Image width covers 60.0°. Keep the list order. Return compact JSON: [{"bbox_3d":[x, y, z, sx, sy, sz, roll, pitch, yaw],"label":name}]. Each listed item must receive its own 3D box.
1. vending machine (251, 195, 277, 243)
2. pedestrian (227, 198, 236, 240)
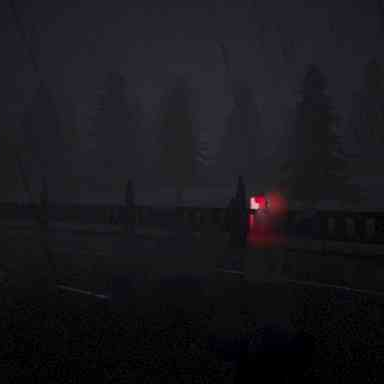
[{"bbox_3d":[3.308,1.196,15.253,0.880,2.100,1.100,0,0,32],"label":"vending machine"},{"bbox_3d":[1.794,1.142,14.468,0.375,1.860,0.375,0,0,31],"label":"pedestrian"}]
